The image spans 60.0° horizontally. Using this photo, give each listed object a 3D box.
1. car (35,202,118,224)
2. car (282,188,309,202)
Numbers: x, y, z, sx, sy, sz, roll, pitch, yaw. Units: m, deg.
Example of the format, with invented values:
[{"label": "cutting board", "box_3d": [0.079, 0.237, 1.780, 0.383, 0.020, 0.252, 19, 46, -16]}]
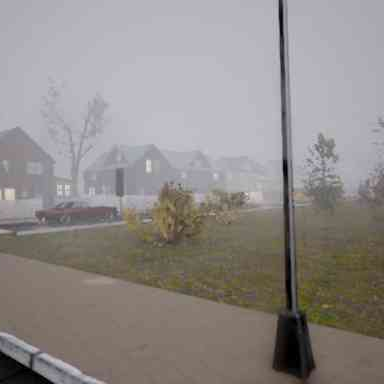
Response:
[{"label": "car", "box_3d": [-6.971, 1.241, 20.633, 1.895, 1.301, 4.718, -2, -1, 43]}, {"label": "car", "box_3d": [13.718, 0.584, 42.445, 1.882, 1.535, 5.008, -2, -1, 44]}]
